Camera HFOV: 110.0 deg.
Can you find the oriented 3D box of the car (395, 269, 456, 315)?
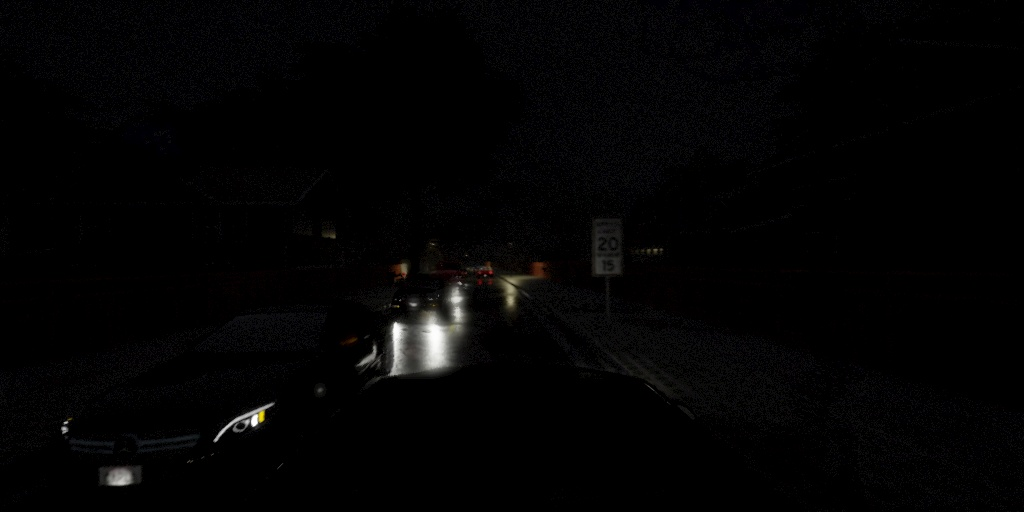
[{"bbox_3d":[-3.572,1.483,14.865,1.837,1.490,4.892,-1,-1,-4],"label":"car"}]

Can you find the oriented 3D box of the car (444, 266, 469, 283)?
[{"bbox_3d":[-5.356,1.749,35.231,2.128,1.511,4.902,-1,-1,-5],"label":"car"}]

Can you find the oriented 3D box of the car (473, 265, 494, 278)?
[{"bbox_3d":[-3.244,1.908,41.927,1.895,1.301,4.718,-1,-1,-7],"label":"car"}]

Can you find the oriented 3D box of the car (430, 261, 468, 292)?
[{"bbox_3d":[-4.359,1.340,24.859,2.150,2.045,5.566,-1,-1,-5],"label":"car"}]

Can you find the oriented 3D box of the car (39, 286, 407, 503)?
[{"bbox_3d":[-2.961,1.357,4.911,1.812,1.442,4.674,-1,-1,-3],"label":"car"}]
